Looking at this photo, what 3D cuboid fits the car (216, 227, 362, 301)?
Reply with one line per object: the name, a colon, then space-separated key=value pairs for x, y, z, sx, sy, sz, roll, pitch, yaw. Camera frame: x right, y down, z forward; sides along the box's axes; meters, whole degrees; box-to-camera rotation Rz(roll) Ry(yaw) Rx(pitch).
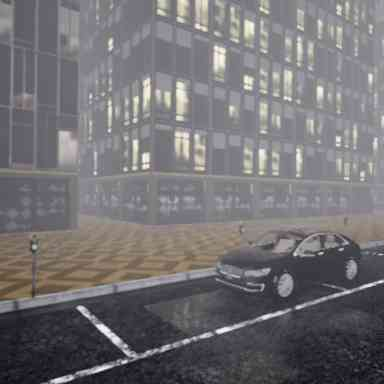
car: x=2.581 y=1.603 z=8.400 sx=4.403 sy=1.369 sz=2.008 roll=1 pitch=0 yaw=-36
